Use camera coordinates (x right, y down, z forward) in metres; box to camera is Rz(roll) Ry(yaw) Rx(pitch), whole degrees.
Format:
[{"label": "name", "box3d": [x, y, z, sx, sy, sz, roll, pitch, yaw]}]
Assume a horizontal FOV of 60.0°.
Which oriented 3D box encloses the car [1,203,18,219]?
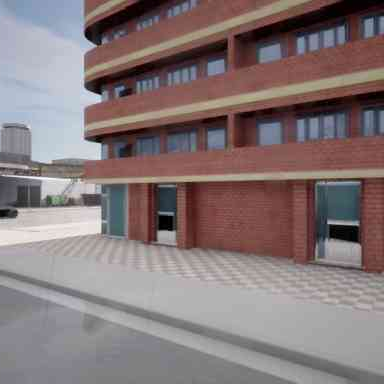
[{"label": "car", "box3d": [-16.631, 1.563, 27.328, 1.994, 1.385, 4.181, 0, 0, 34]}]
